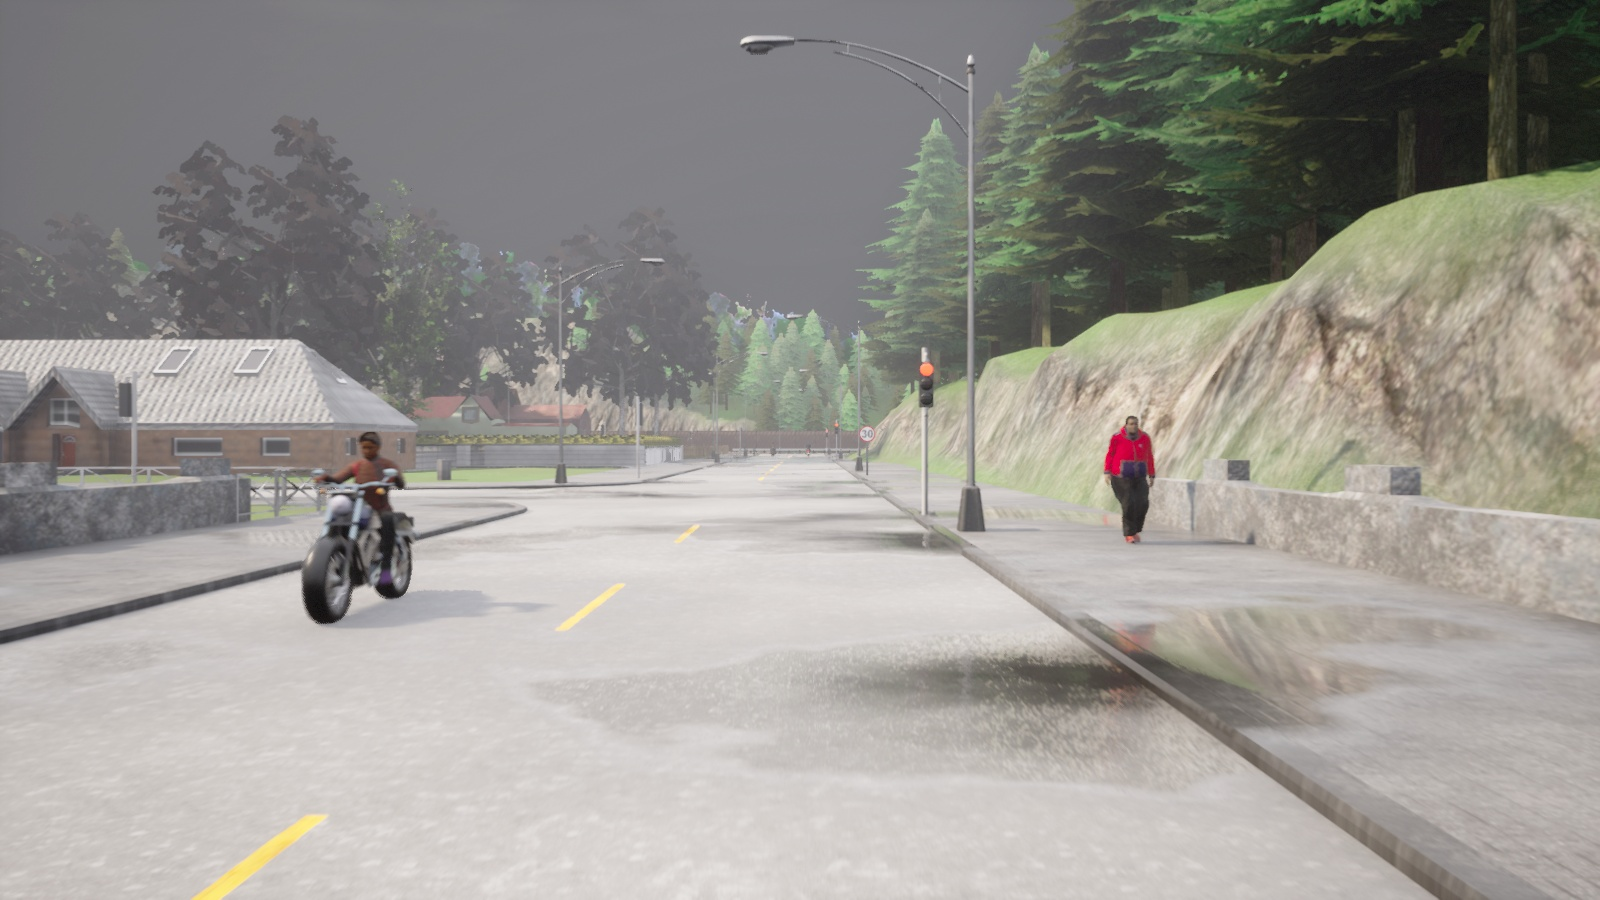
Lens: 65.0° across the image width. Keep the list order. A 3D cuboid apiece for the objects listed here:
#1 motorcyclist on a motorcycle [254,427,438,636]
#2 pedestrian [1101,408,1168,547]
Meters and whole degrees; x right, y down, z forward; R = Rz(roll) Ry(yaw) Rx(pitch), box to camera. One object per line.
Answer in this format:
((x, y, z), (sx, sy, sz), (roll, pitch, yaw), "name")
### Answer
((-3.913, 0.631, 11.066), (0.766, 1.649, 2.350), (0, 0, 0), "motorcyclist on a motorcycle")
((4.531, 0.364, 17.052), (0.634, 1.844, 0.899), (0, 0, -2), "pedestrian")
